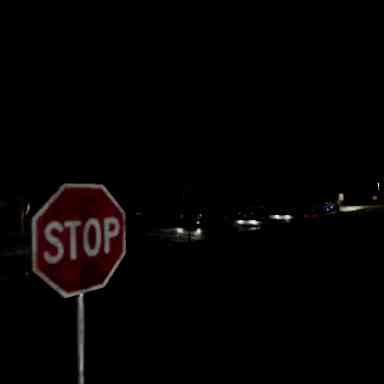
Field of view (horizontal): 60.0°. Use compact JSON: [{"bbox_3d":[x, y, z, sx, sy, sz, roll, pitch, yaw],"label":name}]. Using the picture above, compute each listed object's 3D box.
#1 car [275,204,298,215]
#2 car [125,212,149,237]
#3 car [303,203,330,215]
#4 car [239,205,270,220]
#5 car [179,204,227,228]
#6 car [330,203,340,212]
[{"bbox_3d":[12.261,2.273,43.058,1.994,1.385,4.181,-2,-2,35],"label":"car"},{"bbox_3d":[-4.536,1.843,18.605,1.882,1.535,5.008,-2,-2,35],"label":"car"},{"bbox_3d":[15.972,2.162,43.423,2.128,1.511,4.902,-2,-2,35],"label":"car"},{"bbox_3d":[6.552,2.120,34.787,1.812,1.442,4.674,-2,-2,35],"label":"car"},{"bbox_3d":[0.925,1.831,26.586,2.097,1.767,4.553,-2,-2,34],"label":"car"},{"bbox_3d":[21.604,2.384,51.730,1.895,1.301,4.718,-2,-2,34],"label":"car"}]
